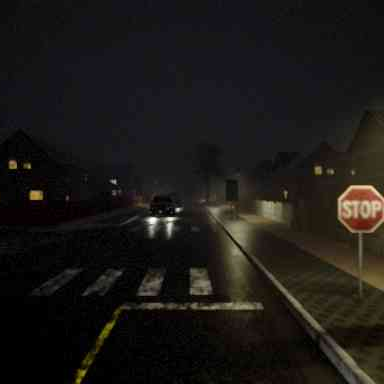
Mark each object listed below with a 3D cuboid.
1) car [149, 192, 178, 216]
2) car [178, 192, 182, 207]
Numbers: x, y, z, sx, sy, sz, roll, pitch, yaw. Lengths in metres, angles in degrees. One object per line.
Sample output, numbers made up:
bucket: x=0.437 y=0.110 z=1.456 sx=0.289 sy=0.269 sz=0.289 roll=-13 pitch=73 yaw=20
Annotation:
car: x=-2.752 y=1.278 z=31.799 sx=2.150 sy=2.045 sz=5.566 roll=0 pitch=2 yaw=0
car: x=-2.745 y=1.062 z=50.082 sx=2.150 sy=2.045 sz=5.566 roll=0 pitch=0 yaw=0
